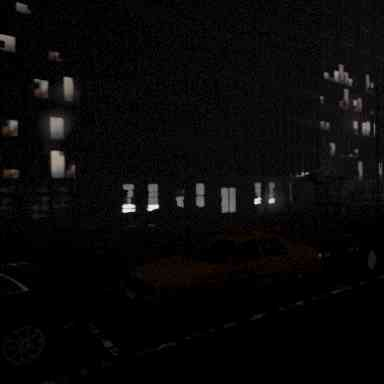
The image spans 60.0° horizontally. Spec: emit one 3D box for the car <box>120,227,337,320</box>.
[{"bbox_3d":[0.887,1.500,7.211,4.829,1.417,1.752,0,-1,-36],"label":"car"}]

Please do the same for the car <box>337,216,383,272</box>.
[{"bbox_3d":[5.602,1.489,10.579,4.507,1.381,1.887,0,-1,-36],"label":"car"}]

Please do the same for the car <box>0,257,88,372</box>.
[{"bbox_3d":[-3.552,1.555,4.040,4.403,1.369,2.008,0,-1,-36],"label":"car"}]
